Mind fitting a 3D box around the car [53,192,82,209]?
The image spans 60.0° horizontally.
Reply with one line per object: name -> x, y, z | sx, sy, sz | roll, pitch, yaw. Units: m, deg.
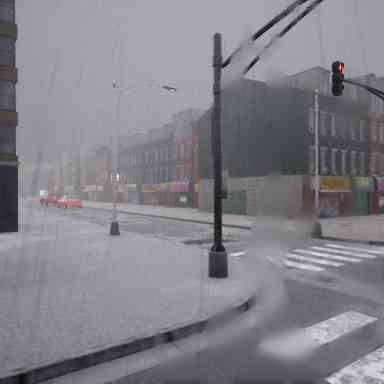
car -> -15.891, 1.206, 42.983 | 2.097, 1.767, 4.553 | 0, 0, -36

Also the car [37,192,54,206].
car -> -21.631, 1.045, 50.922 | 2.150, 2.045, 5.566 | 0, 0, -36
